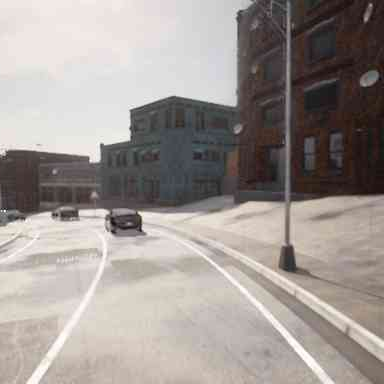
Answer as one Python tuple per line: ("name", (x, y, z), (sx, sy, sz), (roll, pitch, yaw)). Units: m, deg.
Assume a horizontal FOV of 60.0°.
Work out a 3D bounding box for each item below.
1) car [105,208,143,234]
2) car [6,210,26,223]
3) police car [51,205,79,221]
("car", (-4.560, 1.768, 21.808), (1.882, 1.535, 5.008), (-1, -1, -21))
("car", (-22.328, 2.954, 41.291), (5.008, 1.535, 1.882), (-5, -1, 43))
("police car", (-14.944, 2.417, 38.899), (1.930, 1.638, 5.238), (-2, -1, -39))
